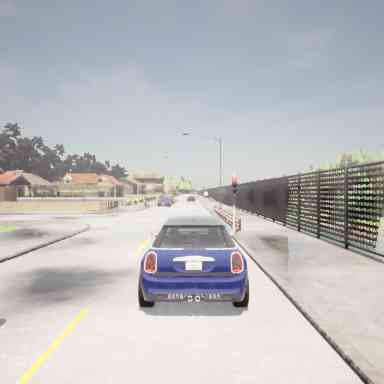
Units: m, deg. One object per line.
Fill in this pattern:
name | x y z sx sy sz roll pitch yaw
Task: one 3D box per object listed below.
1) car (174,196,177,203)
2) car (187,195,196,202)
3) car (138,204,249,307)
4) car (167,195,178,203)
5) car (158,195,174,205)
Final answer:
car | -4.183 1.547 60.742 2.033 1.411 5.357 0 0 0
car | -0.142 1.524 76.319 1.812 1.442 4.674 0 0 0
car | 0.037 1.352 8.119 2.097 1.767 4.553 0 0 0
car | -4.133 1.478 71.005 1.882 1.535 5.008 0 0 0
car | -4.182 1.526 50.974 1.812 1.442 4.674 0 0 0
